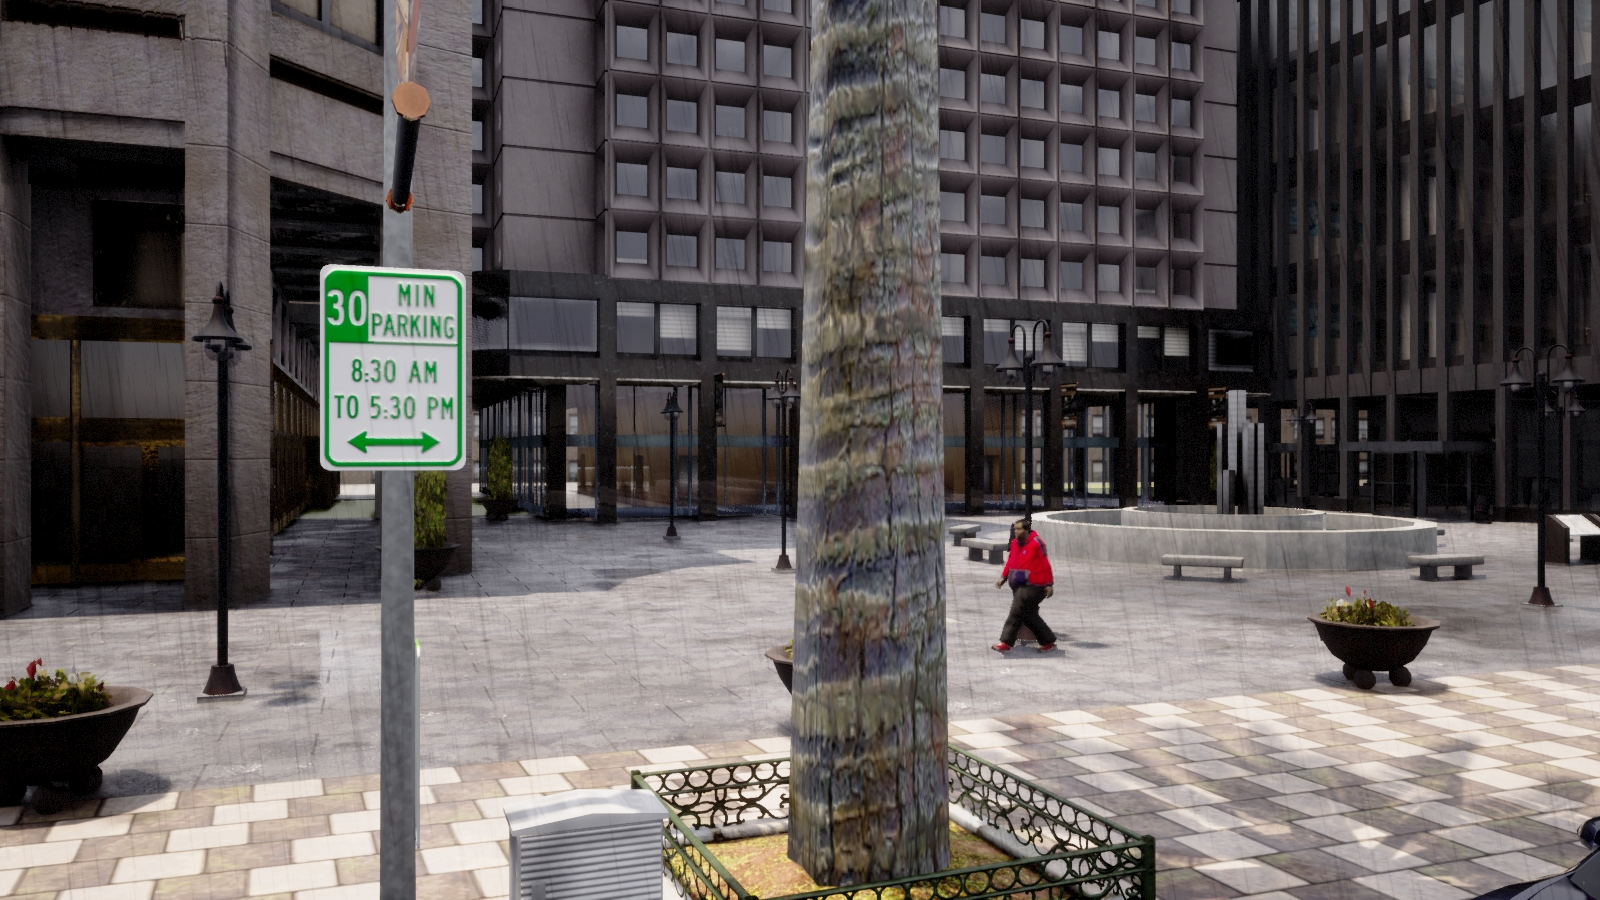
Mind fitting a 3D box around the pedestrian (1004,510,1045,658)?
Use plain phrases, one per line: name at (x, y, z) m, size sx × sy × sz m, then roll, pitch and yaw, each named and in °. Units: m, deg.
pedestrian at (2.902, 1.712, 14.768) m, size 0.375 × 1.860 × 0.375 m, roll 0°, pitch 0°, yaw -23°
